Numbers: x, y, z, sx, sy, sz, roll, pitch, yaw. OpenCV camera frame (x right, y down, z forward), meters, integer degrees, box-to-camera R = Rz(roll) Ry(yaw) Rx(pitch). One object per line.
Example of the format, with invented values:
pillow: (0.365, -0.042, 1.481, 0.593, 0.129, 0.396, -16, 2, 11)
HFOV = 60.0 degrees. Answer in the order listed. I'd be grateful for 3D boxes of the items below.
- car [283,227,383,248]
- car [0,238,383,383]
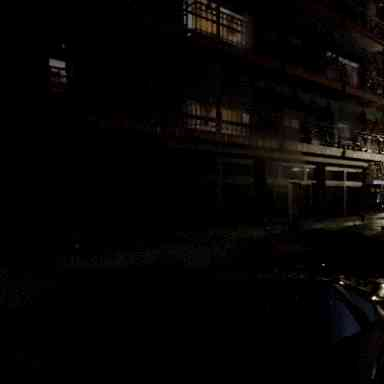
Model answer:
car: (3.344, 1.576, 8.481, 4.206, 1.307, 1.802, 0, 0, -36)
car: (0.428, 1.545, 3.368, 5.357, 1.411, 2.033, 0, 0, -35)
